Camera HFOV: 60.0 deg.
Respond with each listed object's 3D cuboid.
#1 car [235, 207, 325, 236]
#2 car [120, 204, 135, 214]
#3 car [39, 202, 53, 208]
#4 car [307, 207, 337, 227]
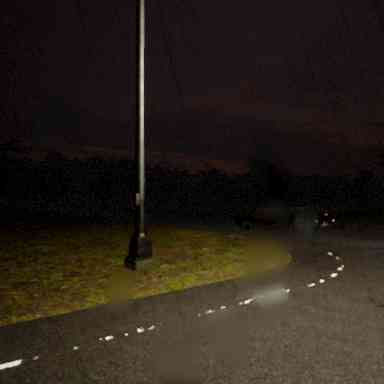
[{"bbox_3d":[4.702,1.647,18.808,1.895,1.301,4.718,3,-2,-36],"label":"car"},{"bbox_3d":[-9.177,2.502,49.987,1.812,1.442,4.674,3,-3,-36],"label":"car"},{"bbox_3d":[-35.253,3.053,79.375,2.033,1.411,5.357,3,-2,-30],"label":"car"},{"bbox_3d":[8.544,1.865,25.440,2.128,1.511,4.902,3,-3,-36],"label":"car"}]
